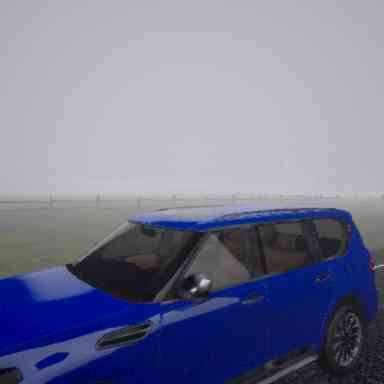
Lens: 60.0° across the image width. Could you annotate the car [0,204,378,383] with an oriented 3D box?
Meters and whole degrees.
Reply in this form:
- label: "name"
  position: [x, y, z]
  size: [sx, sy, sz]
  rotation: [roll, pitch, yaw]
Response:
- label: "car"
  position: [0.057, 1.216, 4.038]
  size: [5.566, 2.045, 2.150]
  rotation: [0, 0, -36]
